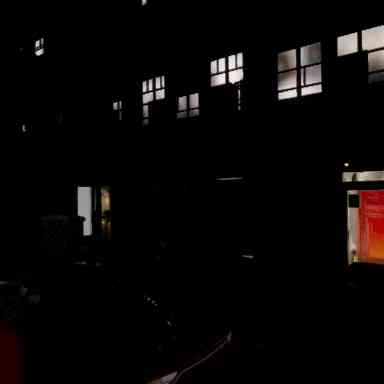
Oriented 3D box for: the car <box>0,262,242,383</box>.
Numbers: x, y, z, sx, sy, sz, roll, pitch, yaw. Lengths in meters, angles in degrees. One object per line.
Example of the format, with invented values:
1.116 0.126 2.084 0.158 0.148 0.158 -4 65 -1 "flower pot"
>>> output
-1.608 1.543 4.039 4.507 1.381 1.887 0 -1 36 "car"
